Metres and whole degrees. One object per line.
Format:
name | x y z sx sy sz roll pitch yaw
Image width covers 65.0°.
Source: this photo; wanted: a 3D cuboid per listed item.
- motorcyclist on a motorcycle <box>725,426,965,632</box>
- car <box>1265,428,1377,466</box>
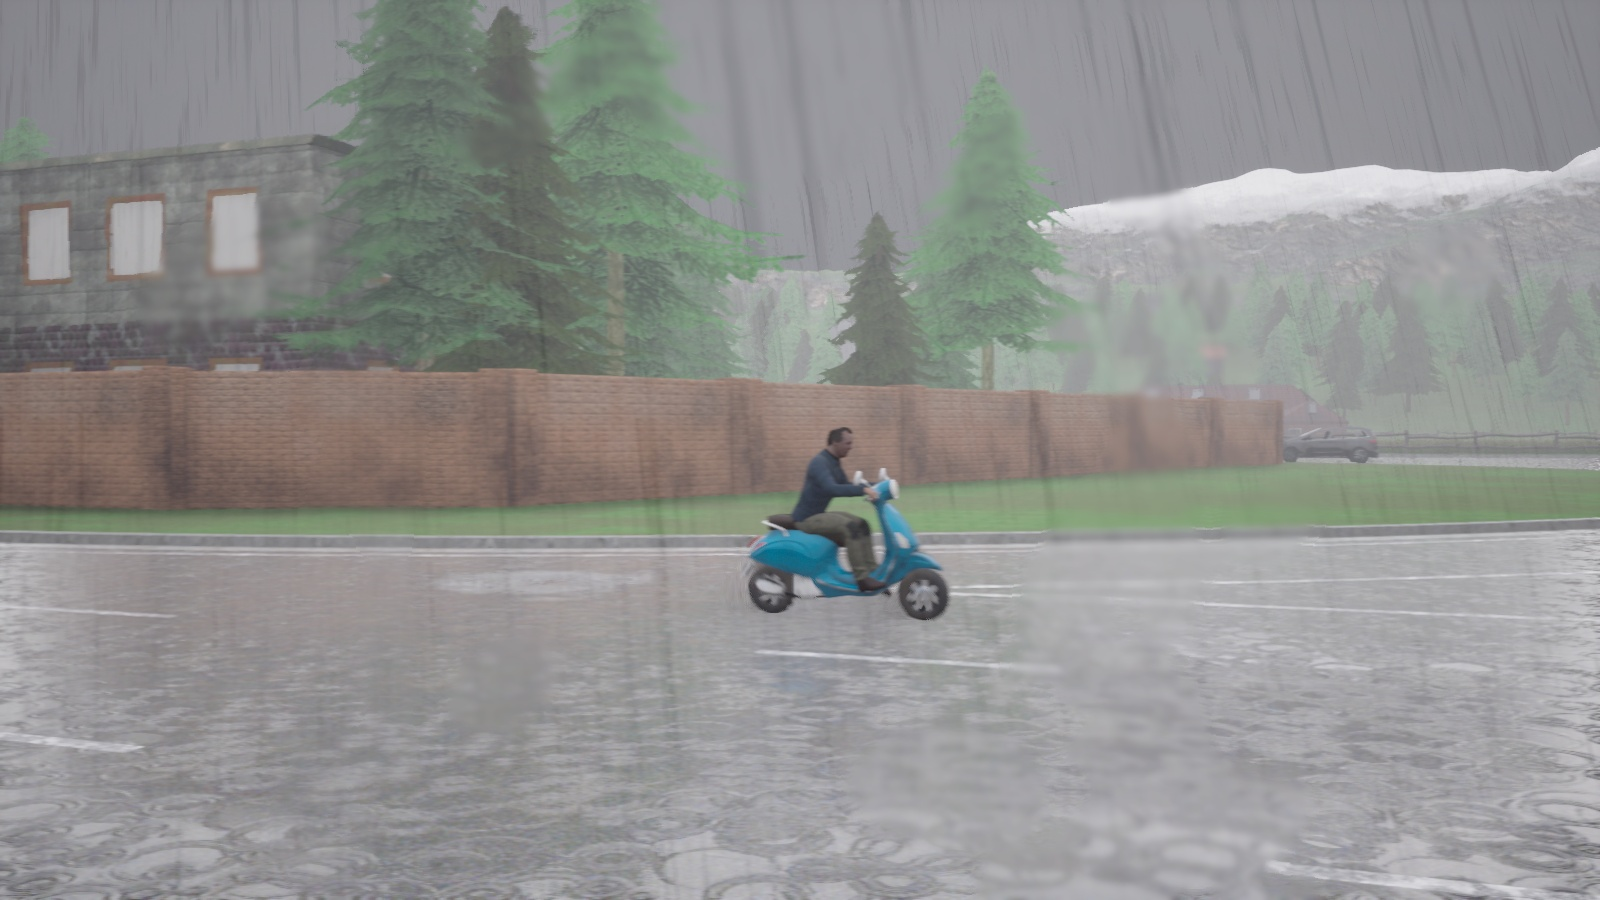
motorcyclist on a motorcycle | 0.385 0.602 10.448 1.817 1.590 0.866 1 1 19
car | 23.812 -0.149 57.592 4.611 1.667 2.242 1 1 19
